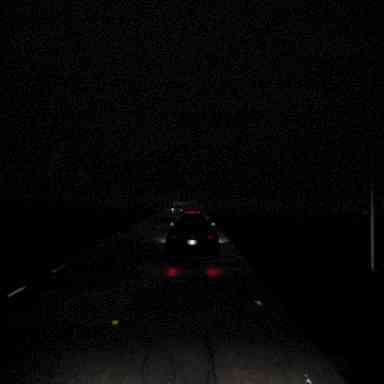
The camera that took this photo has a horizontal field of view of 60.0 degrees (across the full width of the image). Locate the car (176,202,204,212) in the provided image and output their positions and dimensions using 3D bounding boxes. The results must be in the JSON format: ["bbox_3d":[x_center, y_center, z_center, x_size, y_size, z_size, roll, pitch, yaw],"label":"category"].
[{"bbox_3d":[0.033,1.859,28.534,2.128,1.511,4.902,0,-1,0],"label":"car"}]

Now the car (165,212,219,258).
[{"bbox_3d":[0.023,1.724,13.444,1.994,1.385,4.181,0,-1,1],"label":"car"}]

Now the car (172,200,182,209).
[{"bbox_3d":[-2.742,2.368,64.001,1.882,1.535,5.008,0,-1,1],"label":"car"}]
